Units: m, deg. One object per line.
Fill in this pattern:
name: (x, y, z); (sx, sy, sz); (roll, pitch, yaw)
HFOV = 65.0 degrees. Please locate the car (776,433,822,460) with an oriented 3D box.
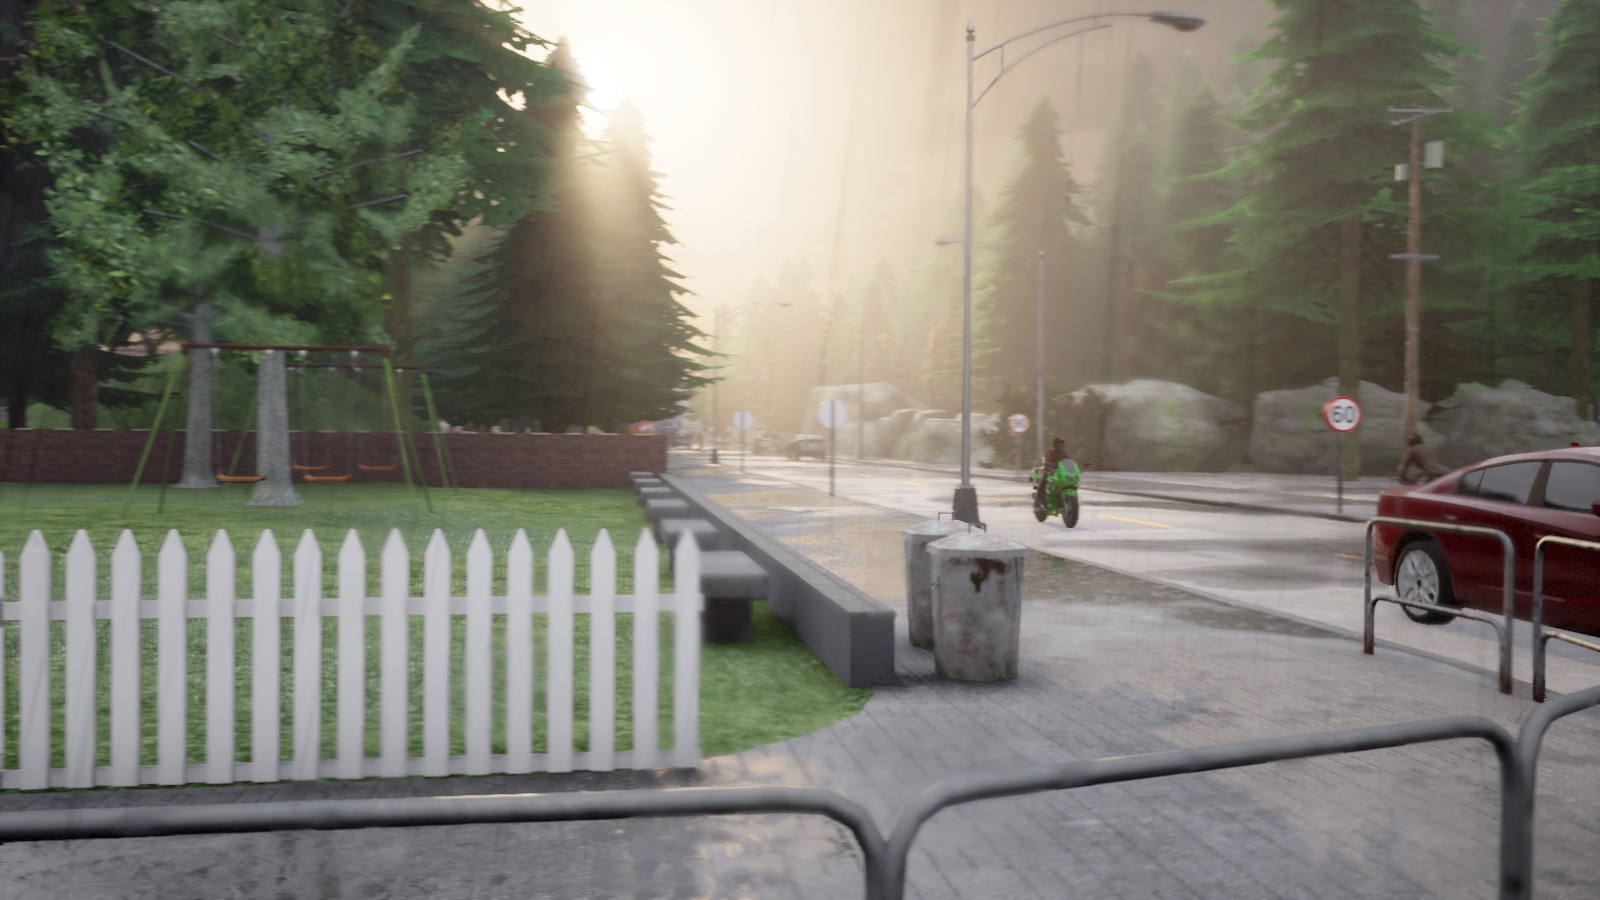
car: (-0.095, -0.220, 73.447); (2.007, 1.525, 4.514); (-1, 1, -9)

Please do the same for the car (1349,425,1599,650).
car: (6.319, 0.580, 9.184); (1.882, 1.535, 5.008); (-1, 1, -8)

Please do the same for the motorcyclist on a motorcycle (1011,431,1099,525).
motorcyclist on a motorcycle: (4.344, 0.445, 21.558); (0.797, 1.523, 2.044); (-1, 1, -9)

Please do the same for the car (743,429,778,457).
car: (-2.859, -0.537, 90.418); (1.932, 1.855, 4.605); (-1, 2, -9)
